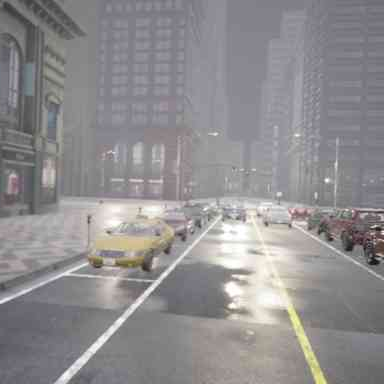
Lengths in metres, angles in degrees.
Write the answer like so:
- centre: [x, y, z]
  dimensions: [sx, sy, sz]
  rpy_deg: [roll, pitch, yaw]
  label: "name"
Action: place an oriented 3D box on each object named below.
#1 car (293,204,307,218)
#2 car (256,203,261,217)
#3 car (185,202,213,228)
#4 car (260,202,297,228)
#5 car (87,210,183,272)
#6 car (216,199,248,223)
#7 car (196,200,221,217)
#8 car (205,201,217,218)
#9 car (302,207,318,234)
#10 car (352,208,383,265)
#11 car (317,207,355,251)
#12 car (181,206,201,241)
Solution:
- centre: [10.110, 1.830, 31.920]
  dimensions: [1.967, 1.590, 4.097]
  rpy_deg: [2, 0, 9]
  label: "car"
- centre: [7.746, 1.824, 34.743]
  dimensions: [1.812, 1.442, 4.674]
  rpy_deg: [2, 0, 8]
  label: "car"
- centre: [0.000, 1.560, 22.046]
  dimensions: [1.947, 1.339, 4.313]
  rpy_deg: [2, 0, 9]
  label: "car"
- centre: [6.288, 1.765, 24.725]
  dimensions: [1.812, 1.442, 4.674]
  rpy_deg: [2, 0, 9]
  label: "car"
- centre: [-1.708, 1.454, 10.731]
  dimensions: [1.752, 1.417, 4.829]
  rpy_deg: [2, 0, 9]
  label: "car"
- centre: [3.464, 1.621, 27.034]
  dimensions: [2.128, 1.511, 4.902]
  rpy_deg: [2, 0, 9]
  label: "car"
- centre: [1.683, 1.612, 33.193]
  dimensions: [2.008, 1.369, 4.403]
  rpy_deg: [2, 0, 9]
  label: "car"
- centre: [0.841, 1.593, 27.619]
  dimensions: [1.947, 1.339, 4.313]
  rpy_deg: [2, 0, 9]
  label: "car"
- centre: [8.423, 1.889, 20.775]
  dimensions: [1.947, 1.339, 4.313]
  rpy_deg: [2, 0, 9]
  label: "car"
- centre: [6.748, 1.574, 9.629]
  dimensions: [2.192, 1.841, 5.009]
  rpy_deg: [2, 0, 9]
  label: "car"
- centre: [7.590, 1.606, 15.202]
  dimensions: [2.192, 1.841, 5.009]
  rpy_deg: [2, 0, 9]
  label: "car"
- centre: [-0.843, 1.543, 16.473]
  dimensions: [1.802, 1.307, 4.206]
  rpy_deg: [2, 0, 9]
  label: "car"
